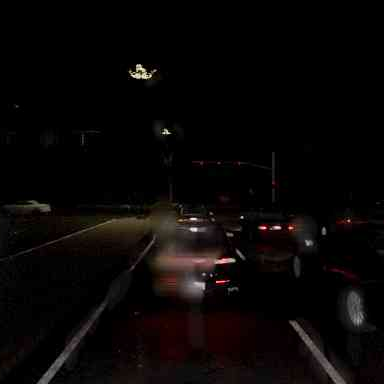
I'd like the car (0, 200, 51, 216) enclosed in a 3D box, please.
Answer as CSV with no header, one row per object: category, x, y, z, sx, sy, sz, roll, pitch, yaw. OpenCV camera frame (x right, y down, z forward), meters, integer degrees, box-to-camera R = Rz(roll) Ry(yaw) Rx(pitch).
car,-16.003,1.525,31.919,4.674,1.442,1.812,0,0,-1

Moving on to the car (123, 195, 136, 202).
car,-15.114,1.525,80.538,2.128,1.511,4.902,0,0,0

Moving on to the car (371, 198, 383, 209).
car,26.001,1.352,43.659,4.553,1.767,2.097,0,0,1

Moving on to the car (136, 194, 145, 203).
car,-11.597,1.500,68.999,1.837,1.490,4.892,0,0,0

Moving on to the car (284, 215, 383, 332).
car,3.590,1.478,6.849,1.882,1.535,5.008,0,0,0

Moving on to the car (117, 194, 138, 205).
car,-11.681,1.564,60.177,1.994,1.385,4.181,0,0,1

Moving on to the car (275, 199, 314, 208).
car,9.443,1.564,33.115,4.181,1.385,1.994,0,0,-1

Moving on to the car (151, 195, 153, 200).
car,-11.617,1.524,89.676,2.128,1.511,4.902,0,0,0

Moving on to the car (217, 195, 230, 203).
car,6.953,1.477,71.301,1.882,1.535,5.008,0,0,0

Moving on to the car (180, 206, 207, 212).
car,0.076,1.505,17.874,1.837,1.490,4.892,0,0,0

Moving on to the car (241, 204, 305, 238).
car,3.579,1.547,16.469,2.033,1.411,5.357,0,0,0

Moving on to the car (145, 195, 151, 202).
car,-11.612,1.524,79.269,1.812,1.442,4.674,0,0,0

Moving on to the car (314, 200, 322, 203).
car,14.938,1.564,43.917,4.181,1.385,1.994,0,0,3

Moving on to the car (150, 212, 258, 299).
car,0.087,1.491,8.453,2.128,1.511,4.902,0,0,0

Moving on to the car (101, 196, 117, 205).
car,-15.141,1.477,60.657,1.882,1.535,5.008,0,0,0

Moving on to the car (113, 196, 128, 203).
car,-15.099,1.540,70.435,2.033,1.411,5.357,0,0,0

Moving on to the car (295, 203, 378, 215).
car,7.077,1.505,16.935,1.837,1.490,4.892,0,0,0

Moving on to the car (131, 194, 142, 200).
car,-15.109,1.348,90.705,2.097,1.767,4.553,0,0,0
